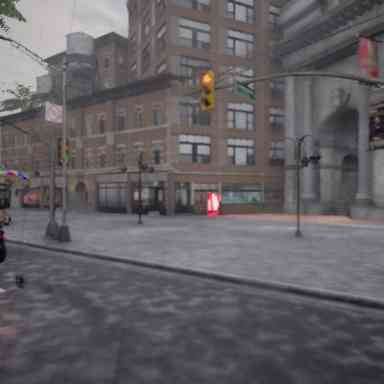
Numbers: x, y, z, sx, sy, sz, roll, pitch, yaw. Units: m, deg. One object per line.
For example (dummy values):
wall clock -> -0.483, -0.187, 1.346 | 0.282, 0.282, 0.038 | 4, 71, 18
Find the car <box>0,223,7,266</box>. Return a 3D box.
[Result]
car -> -7.357, 1.223, 9.238 | 5.566, 2.045, 2.150 | 0, 0, 35
